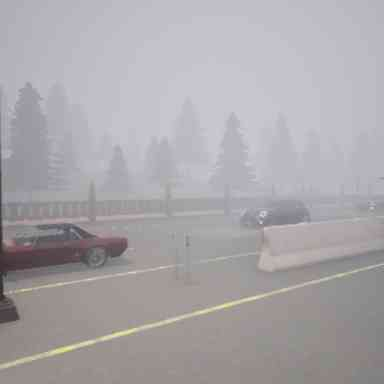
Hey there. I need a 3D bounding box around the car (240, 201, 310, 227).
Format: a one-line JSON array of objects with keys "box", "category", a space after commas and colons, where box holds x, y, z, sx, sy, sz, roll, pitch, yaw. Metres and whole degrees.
[{"box": [5.075, 1.208, 20.142, 4.553, 1.767, 2.097, -1, 0, -34], "category": "car"}]

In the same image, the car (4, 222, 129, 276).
[{"box": [-4.344, 1.586, 9.467, 4.718, 1.301, 1.895, -1, 0, -35], "category": "car"}]
